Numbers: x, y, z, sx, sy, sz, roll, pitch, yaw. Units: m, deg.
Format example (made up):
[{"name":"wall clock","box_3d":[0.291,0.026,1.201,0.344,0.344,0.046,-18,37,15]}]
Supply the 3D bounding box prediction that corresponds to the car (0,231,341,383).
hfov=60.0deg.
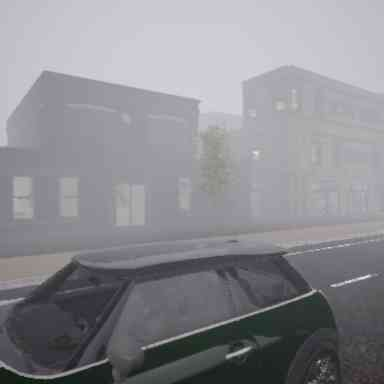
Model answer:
[{"name":"car","box_3d":[-0.634,1.354,3.182,4.553,1.767,2.097,0,0,-35]}]
